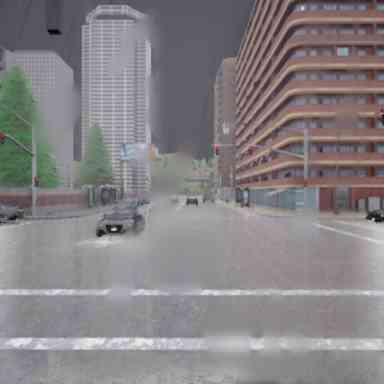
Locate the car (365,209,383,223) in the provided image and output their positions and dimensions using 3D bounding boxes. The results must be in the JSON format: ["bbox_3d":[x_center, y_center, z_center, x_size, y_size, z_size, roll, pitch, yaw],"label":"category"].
[{"bbox_3d":[15.001,1.476,23.271,5.357,1.411,2.033,0,0,-12],"label":"car"}]

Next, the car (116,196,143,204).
[{"bbox_3d":[-7.147,1.466,36.753,2.128,1.511,4.902,0,0,0],"label":"car"}]

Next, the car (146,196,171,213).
[{"bbox_3d":[-3.629,1.501,36.605,1.812,1.442,4.674,0,0,0],"label":"car"}]

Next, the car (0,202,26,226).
[{"bbox_3d":[-13.856,1.431,22.242,4.902,1.511,2.128,0,1,-12],"label":"car"}]

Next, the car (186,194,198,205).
[{"bbox_3d":[0.026,1.440,56.085,1.882,1.535,5.008,0,0,0],"label":"car"}]

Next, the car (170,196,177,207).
[{"bbox_3d":[-3.660,1.493,50.097,1.812,1.442,4.674,0,1,0],"label":"car"}]

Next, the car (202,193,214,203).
[{"bbox_3d":[3.410,1.175,68.700,2.150,2.045,5.566,0,0,0],"label":"car"}]

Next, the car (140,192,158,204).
[{"bbox_3d":[-7.166,1.183,52.525,2.150,2.045,5.566,0,0,-1],"label":"car"}]

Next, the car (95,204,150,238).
[{"bbox_3d":[-3.625,1.544,17.451,1.994,1.385,4.181,0,0,0],"label":"car"}]

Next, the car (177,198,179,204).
[{"bbox_3d":[-3.623,1.482,64.666,1.812,1.442,4.674,0,0,0],"label":"car"}]

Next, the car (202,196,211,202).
[{"bbox_3d":[3.397,1.524,78.268,1.895,1.301,4.718,0,0,0],"label":"car"}]

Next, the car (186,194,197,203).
[{"bbox_3d":[-0.091,1.305,69.487,2.097,1.767,4.553,0,0,0],"label":"car"}]
